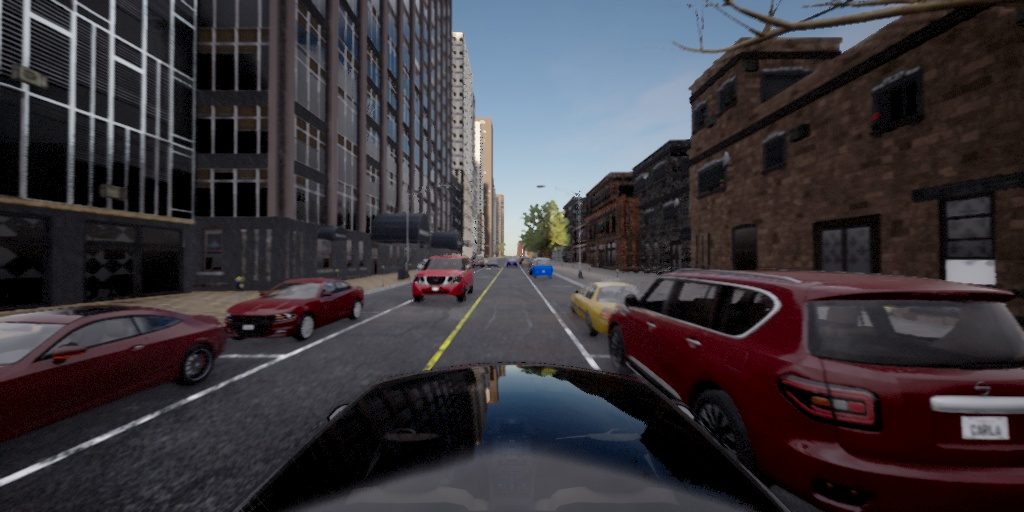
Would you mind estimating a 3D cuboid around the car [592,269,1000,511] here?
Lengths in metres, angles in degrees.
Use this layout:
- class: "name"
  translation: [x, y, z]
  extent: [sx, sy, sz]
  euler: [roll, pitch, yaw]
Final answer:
- class: "car"
  translation: [2.692, 1.066, 4.440]
  extent: [2.192, 1.841, 5.009]
  euler: [0, 0, 0]

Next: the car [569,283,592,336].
- class: "car"
  translation: [2.690, 1.278, 10.157]
  extent: [1.751, 1.417, 4.829]
  euler: [0, 0, 0]

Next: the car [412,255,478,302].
- class: "car"
  translation: [-3.105, 0.973, 17.266]
  extent: [2.150, 2.045, 5.566]
  euler: [0, 0, 0]

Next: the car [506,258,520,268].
- class: "car"
  translation: [-0.022, 1.198, 61.823]
  extent: [1.882, 1.535, 5.008]
  euler: [0, 0, 0]

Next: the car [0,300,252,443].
- class: "car"
  translation: [-5.689, 1.333, 4.436]
  extent: [1.802, 1.307, 4.207]
  euler: [0, 0, 0]

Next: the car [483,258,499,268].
- class: "car"
  translation: [-3.057, 1.272, 58.669]
  extent: [2.033, 1.411, 5.357]
  euler: [0, 0, 1]

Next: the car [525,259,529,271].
- class: "car"
  translation: [2.678, 1.309, 37.719]
  extent: [1.948, 1.339, 4.313]
  euler: [0, 0, 0]

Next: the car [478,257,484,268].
- class: "car"
  translation: [-5.712, 1.038, 59.900]
  extent: [2.192, 1.841, 5.009]
  euler: [0, 0, 0]

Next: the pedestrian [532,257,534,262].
- class: "pedestrian"
  translation: [2.981, 1.026, 51.159]
  extent: [0.375, 1.860, 0.375]
  euler: [1, -1, -4]

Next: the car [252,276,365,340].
- class: "car"
  translation: [-5.691, 1.298, 9.982]
  extent: [1.888, 1.381, 4.507]
  euler: [0, 0, 0]

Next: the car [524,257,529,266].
- class: "car"
  translation: [2.983, 1.241, 48.202]
  extent: [1.837, 1.490, 4.892]
  euler: [0, 0, 0]

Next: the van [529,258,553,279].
- class: "van"
  translation: [2.680, 1.087, 32.173]
  extent: [1.690, 1.789, 3.998]
  euler: [0, 0, 0]
